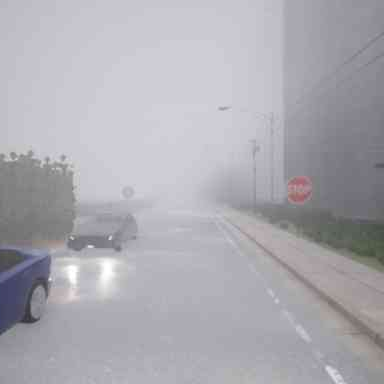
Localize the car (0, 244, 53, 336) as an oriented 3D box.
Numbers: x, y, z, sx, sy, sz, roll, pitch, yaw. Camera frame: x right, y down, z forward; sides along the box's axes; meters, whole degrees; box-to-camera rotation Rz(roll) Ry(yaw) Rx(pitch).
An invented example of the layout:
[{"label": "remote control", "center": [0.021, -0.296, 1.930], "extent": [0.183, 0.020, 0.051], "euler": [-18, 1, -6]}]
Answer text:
[{"label": "car", "center": [-3.582, 1.471, 4.302], "extent": [1.882, 1.535, 5.008], "euler": [0, 0, 0]}]

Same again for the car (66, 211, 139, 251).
[{"label": "car", "center": [-3.511, 1.525, 14.265], "extent": [2.033, 1.411, 5.357], "euler": [0, 0, 1]}]
